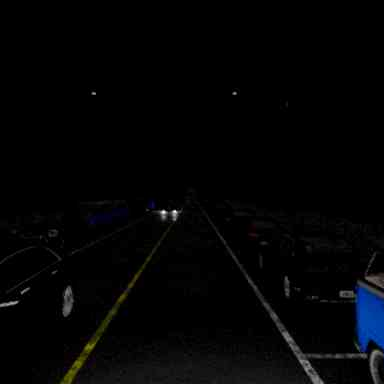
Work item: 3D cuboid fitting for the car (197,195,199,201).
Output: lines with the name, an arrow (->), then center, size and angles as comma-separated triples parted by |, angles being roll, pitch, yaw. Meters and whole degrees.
car -> 2.763, 1.927, 81.381 | 1.967, 1.590, 4.097 | 0, 0, 0

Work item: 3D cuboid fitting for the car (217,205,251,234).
car -> 2.761, 1.656, 19.383 | 2.008, 1.369, 4.403 | 0, 0, 0

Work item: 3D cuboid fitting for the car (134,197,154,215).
car -> -5.764, 1.516, 36.278 | 2.192, 1.841, 5.009 | 0, 0, 0

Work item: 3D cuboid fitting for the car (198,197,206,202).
car -> 2.764, 2.111, 92.653 | 2.008, 1.369, 4.403 | 0, 0, 0

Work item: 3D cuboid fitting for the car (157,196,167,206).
car -> -5.762, 1.884, 58.823 | 1.887, 1.381, 4.507 | 0, 0, 0

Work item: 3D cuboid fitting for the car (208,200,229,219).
car -> 2.762, 1.714, 30.655 | 1.887, 1.381, 4.507 | 0, 0, 0

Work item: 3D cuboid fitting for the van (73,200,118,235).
van -> -5.764, 1.445, 19.369 | 1.690, 1.788, 3.998 | 0, 0, 0

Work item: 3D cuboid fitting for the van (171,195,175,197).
van -> -5.762, 1.827, 81.370 | 1.690, 1.788, 3.998 | 0, 0, 0

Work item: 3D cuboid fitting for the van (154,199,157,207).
van -> -5.763, 1.575, 41.914 | 1.690, 1.788, 3.998 | 0, 0, 0

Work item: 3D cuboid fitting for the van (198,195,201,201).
van -> 2.762, 1.754, 70.109 | 1.690, 1.788, 3.998 | 0, 0, 0

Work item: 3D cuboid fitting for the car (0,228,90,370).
car -> -3.100, 1.529, 4.506 | 1.837, 1.490, 4.892 | 0, 0, 0

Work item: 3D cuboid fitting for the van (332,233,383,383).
van -> 2.761, 1.355, 2.475 | 1.690, 1.788, 3.998 | 0, 0, 0

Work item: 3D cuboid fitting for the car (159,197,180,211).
car -> -3.084, 1.787, 46.345 | 1.812, 1.442, 4.674 | 0, 0, 0

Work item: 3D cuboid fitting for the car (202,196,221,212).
car -> 2.761, 1.550, 41.928 | 2.192, 1.841, 5.009 | 0, 0, 0

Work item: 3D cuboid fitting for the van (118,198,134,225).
van -> -5.764, 1.477, 25.005 | 1.690, 1.788, 3.998 | 0, 0, 0

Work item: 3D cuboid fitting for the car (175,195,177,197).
car -> -5.761, 2.089, 87.006 | 1.947, 1.339, 4.313 | 0, 0, 0

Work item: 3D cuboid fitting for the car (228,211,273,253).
car -> 2.761, 1.656, 13.747 | 1.802, 1.307, 4.206 | 0, 0, 0

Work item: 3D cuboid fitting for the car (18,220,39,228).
car -> -5.764, 1.608, 8.095 | 1.947, 1.339, 4.313 | 0, 0, 0

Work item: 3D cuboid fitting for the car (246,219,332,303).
car -> 2.761, 1.594, 8.111 | 2.008, 1.369, 4.403 | 0, 0, 0

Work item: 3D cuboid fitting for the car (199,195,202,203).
car -> 2.763, 1.902, 64.642 | 1.752, 1.417, 4.829 | 0, 0, 0

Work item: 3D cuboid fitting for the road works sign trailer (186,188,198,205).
road works sign trailer -> 0.003, 0.853, 66.431 | 2.380, 3.560, 2.880 | 0, 0, 0

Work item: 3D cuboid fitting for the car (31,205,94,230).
car -> -5.764, 1.513, 13.732 | 1.967, 1.590, 4.097 | 0, 0, 0
